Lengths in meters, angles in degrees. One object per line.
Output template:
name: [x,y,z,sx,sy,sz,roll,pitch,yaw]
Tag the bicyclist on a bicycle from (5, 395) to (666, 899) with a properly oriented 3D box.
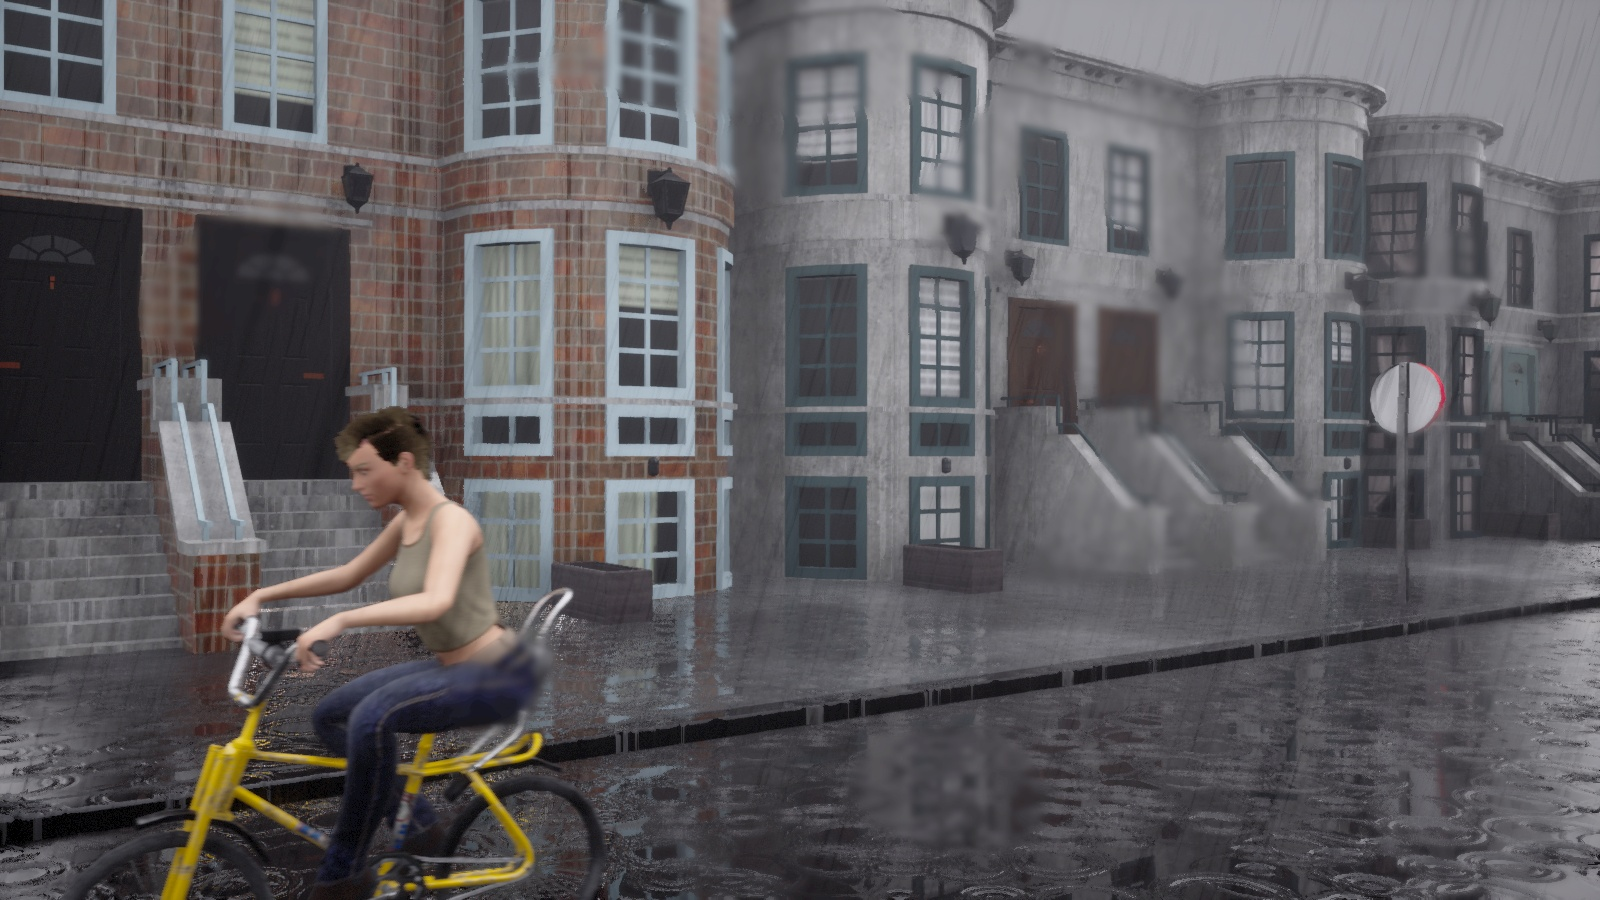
bicyclist on a bicycle: [-1.239,0.692,3.409,1.509,1.612,0.866,0,0,-35]
